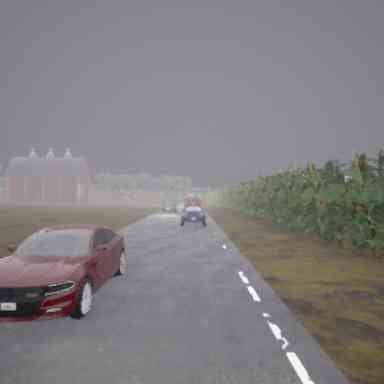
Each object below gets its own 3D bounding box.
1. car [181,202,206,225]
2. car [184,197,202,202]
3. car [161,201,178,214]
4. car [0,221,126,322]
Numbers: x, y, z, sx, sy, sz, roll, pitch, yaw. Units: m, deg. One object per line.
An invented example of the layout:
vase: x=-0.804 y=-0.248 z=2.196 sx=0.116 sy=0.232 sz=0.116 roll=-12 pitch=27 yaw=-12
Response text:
car: x=0.106 y=1.716 z=25.564 sx=1.812 sy=1.442 sz=4.674 roll=0 pitch=0 yaw=0
car: x=0.114 y=1.628 z=42.764 sx=2.150 sy=2.045 sz=5.566 roll=0 pitch=-1 yaw=0
car: x=-2.814 y=1.883 z=41.587 sx=2.128 sy=1.511 sz=4.902 roll=0 pitch=-1 yaw=0
car: x=-2.828 y=1.511 z=7.638 sx=1.882 sy=1.535 sz=5.008 roll=0 pitch=0 yaw=0
